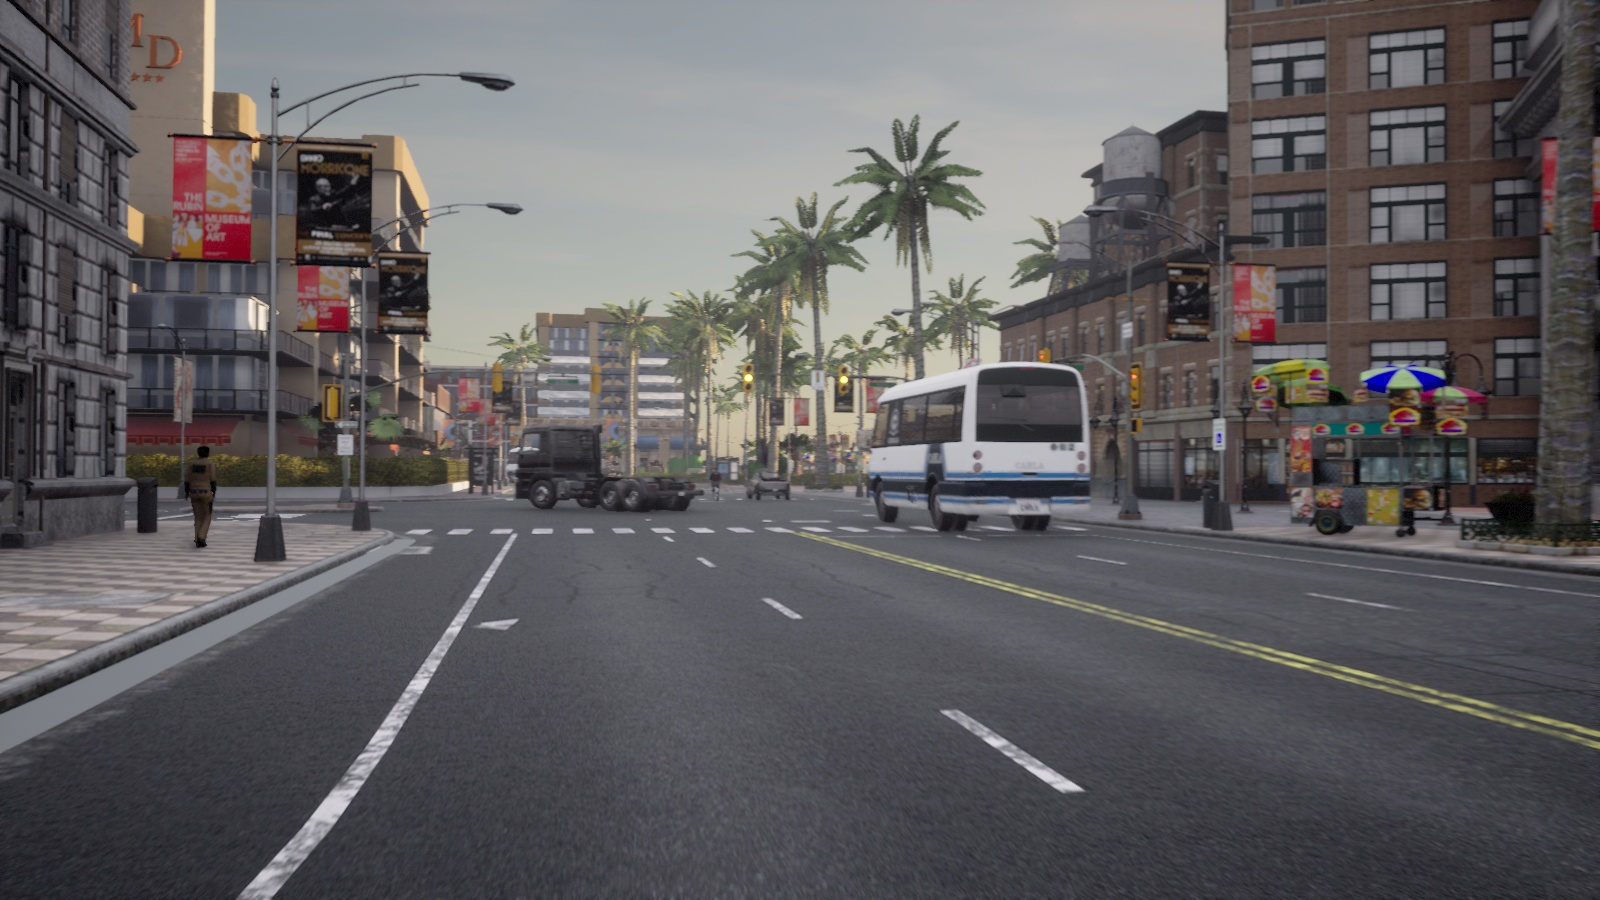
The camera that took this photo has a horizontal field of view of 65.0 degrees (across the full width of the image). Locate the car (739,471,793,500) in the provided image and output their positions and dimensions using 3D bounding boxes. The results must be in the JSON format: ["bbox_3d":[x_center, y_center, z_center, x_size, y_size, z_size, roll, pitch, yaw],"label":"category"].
[{"bbox_3d":[-1.891,1.926,68.377,2.128,1.511,4.902,0,-1,-11],"label":"car"}]

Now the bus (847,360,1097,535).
[{"bbox_3d":[4.461,0.018,35.942,3.944,4.253,10.273,0,-1,-11],"label":"bus"}]

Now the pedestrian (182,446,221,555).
[{"bbox_3d":[-10.807,0.906,22.686,0.396,1.930,0.692,0,-1,-2],"label":"pedestrian"}]

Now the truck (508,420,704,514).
[{"bbox_3d":[-7.747,0.701,49.530,7.936,3.462,2.891,-1,-1,37],"label":"truck"}]
